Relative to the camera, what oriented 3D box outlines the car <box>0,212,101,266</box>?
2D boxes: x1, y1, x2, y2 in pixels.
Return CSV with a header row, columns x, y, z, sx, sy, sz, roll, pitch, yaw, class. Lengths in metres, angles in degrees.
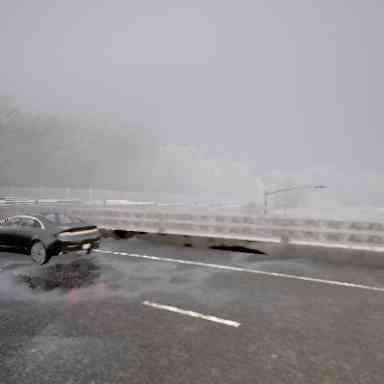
x,y,z,sx,sy,sz,roll,pitch,yaw,class
-5.283,1.436,11.279,4.902,1.511,2.128,0,0,30,car
